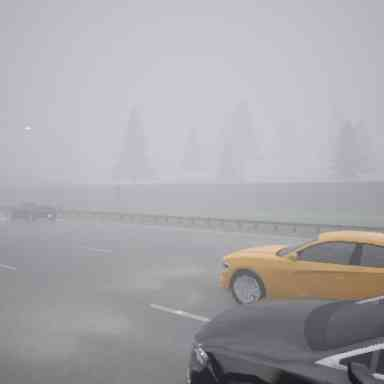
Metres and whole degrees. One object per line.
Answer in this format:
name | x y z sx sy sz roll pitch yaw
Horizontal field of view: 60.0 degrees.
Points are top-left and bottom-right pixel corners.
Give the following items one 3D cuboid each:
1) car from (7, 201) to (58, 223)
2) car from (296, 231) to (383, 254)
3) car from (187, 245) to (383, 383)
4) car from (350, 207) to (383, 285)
car | -12.364 1.483 25.705 4.892 1.490 1.837 0 0 35
car | 2.903 1.476 6.220 5.008 1.535 1.882 0 0 35
car | 2.197 1.492 2.424 4.902 1.511 2.128 0 0 35
car | 6.469 1.352 7.977 4.553 1.767 2.097 0 0 35
